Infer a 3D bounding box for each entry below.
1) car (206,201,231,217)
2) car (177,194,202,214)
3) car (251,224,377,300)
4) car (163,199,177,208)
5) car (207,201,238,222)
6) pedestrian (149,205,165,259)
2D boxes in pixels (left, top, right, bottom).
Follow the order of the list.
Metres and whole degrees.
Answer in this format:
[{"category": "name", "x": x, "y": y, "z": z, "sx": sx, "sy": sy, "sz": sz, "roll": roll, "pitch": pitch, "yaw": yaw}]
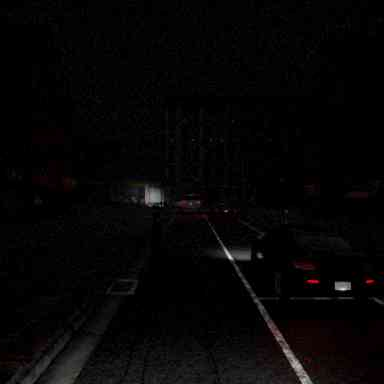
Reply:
[{"category": "car", "x": 2.462, "y": 1.570, "z": 31.880, "sx": 2.008, "sy": 1.369, "sz": 4.403, "roll": 0, "pitch": 0, "yaw": 0}, {"category": "car", "x": -0.114, "y": 1.245, "z": 35.879, "sx": 2.150, "sy": 2.045, "sz": 5.566, "roll": 0, "pitch": 0, "yaw": 0}, {"category": "car", "x": 2.705, "y": 1.529, "z": 8.293, "sx": 1.812, "sy": 1.442, "sz": 4.674, "roll": 0, "pitch": 0, "yaw": 0}, {"category": "car", "x": -2.321, "y": 1.617, "z": 48.583, "sx": 1.895, "sy": 1.301, "sz": 4.718, "roll": 1, "pitch": 0, "yaw": -34}, {"category": "car", "x": 2.495, "y": 1.455, "z": 26.376, "sx": 1.967, "sy": 1.590, "sz": 4.097, "roll": 0, "pitch": 0, "yaw": 0}, {"category": "pedestrian", "x": -1.184, "y": 1.297, "z": 11.116, "sx": 0.375, "sy": 1.860, "sz": 0.375, "roll": 0, "pitch": -1, "yaw": 0}]
